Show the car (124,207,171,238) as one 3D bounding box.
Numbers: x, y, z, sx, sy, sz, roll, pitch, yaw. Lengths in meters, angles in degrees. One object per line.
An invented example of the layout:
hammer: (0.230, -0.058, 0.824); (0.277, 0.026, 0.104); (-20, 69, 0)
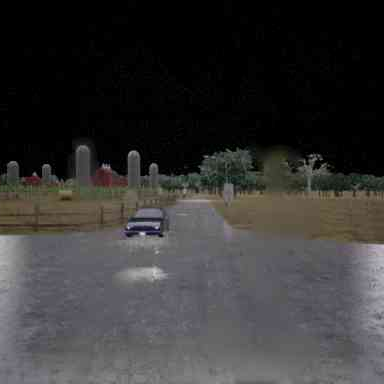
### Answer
car: (-2.216, 1.539, 17.954); (2.033, 1.411, 5.357); (0, 0, 2)
